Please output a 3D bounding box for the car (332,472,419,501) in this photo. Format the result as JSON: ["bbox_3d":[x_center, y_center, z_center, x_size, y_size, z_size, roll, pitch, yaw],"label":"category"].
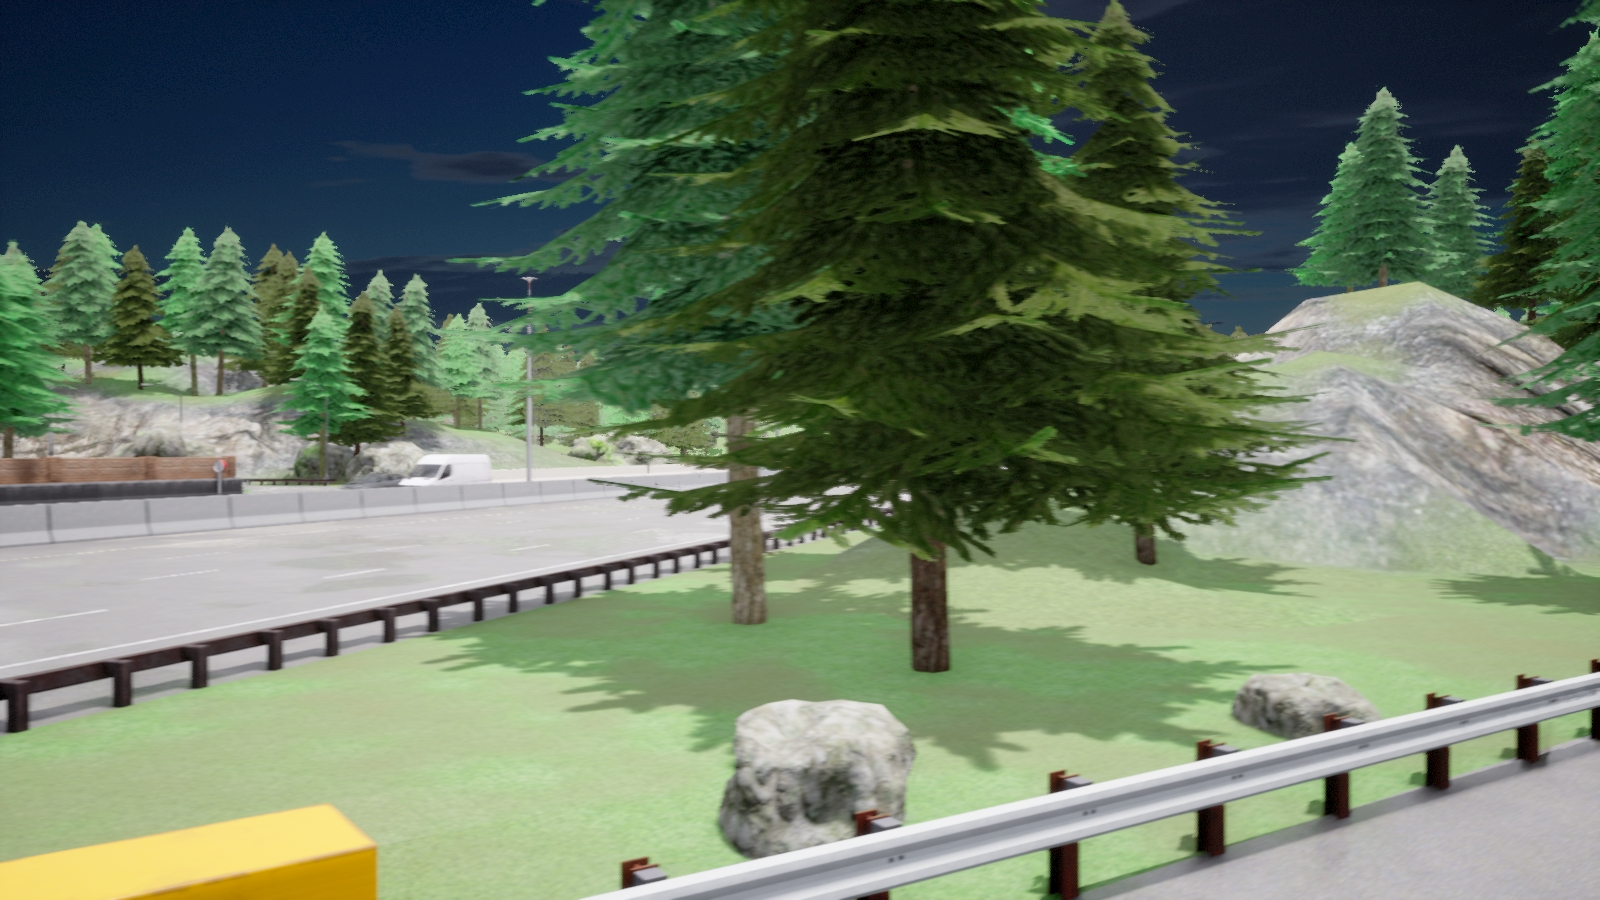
[{"bbox_3d":[-24.247,2.045,65.464,2.163,1.488,4.792,0,0,19],"label":"car"}]

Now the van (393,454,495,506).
[{"bbox_3d":[-18.640,1.519,60.123,1.988,2.561,5.915,0,0,19],"label":"van"}]
